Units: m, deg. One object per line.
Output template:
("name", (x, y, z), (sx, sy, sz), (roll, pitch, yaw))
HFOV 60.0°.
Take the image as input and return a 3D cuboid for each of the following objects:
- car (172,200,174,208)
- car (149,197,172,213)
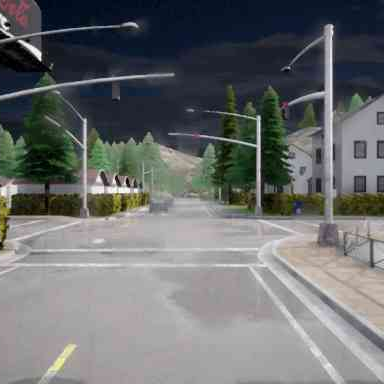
("car", (-3.591, 1.504, 47.085), (1.837, 1.490, 4.892), (0, 0, 0))
("car", (-3.597, 1.525, 37.117), (1.812, 1.442, 4.674), (0, 0, 0))
